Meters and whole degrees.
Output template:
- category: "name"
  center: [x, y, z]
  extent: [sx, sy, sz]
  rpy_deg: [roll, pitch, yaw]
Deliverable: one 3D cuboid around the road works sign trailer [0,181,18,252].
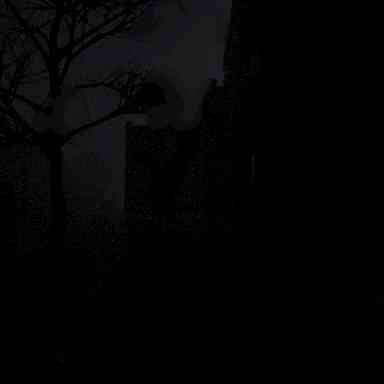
- category: "road works sign trailer"
  center: [-7.729, 0.942, 10.845]
  extent: [3.560, 2.380, 2.880]
  rpy_deg: [-4, 2, -9]
